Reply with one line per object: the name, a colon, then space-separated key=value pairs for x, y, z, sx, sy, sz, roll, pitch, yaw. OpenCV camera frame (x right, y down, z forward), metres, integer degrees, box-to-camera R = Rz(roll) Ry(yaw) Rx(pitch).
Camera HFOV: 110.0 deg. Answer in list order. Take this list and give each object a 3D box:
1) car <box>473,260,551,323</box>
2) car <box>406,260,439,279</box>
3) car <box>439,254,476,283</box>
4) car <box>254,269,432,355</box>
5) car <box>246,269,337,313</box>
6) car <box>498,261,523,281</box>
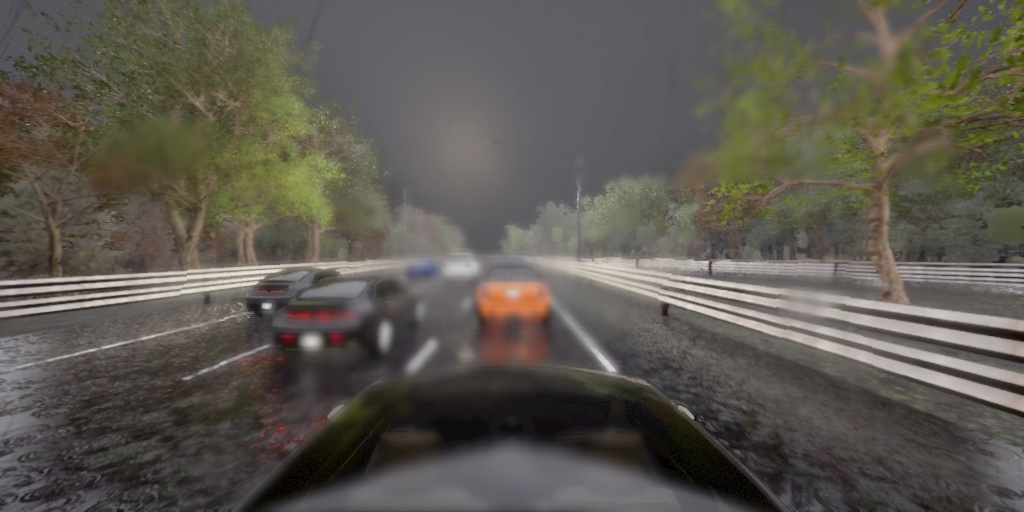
car: x=0.045 y=1.045 z=11.979 sx=2.097 sy=1.767 sz=4.553 roll=0 pitch=0 yaw=0
car: x=-7.158 y=1.088 z=29.229 sx=1.882 sy=1.535 sz=5.008 roll=0 pitch=0 yaw=-1
car: x=-3.616 y=0.841 z=26.616 sx=2.150 sy=2.045 sz=5.566 roll=0 pitch=0 yaw=-1
car: x=-3.444 y=1.217 z=8.561 sx=1.837 sy=1.490 sz=4.892 roll=0 pitch=0 yaw=0
car: x=-6.956 y=1.196 z=12.629 sx=1.837 sy=1.490 sz=4.892 roll=0 pitch=0 yaw=0
car: x=-0.150 y=1.135 z=28.695 sx=1.812 sy=1.442 sz=4.674 roll=0 pitch=0 yaw=-1
